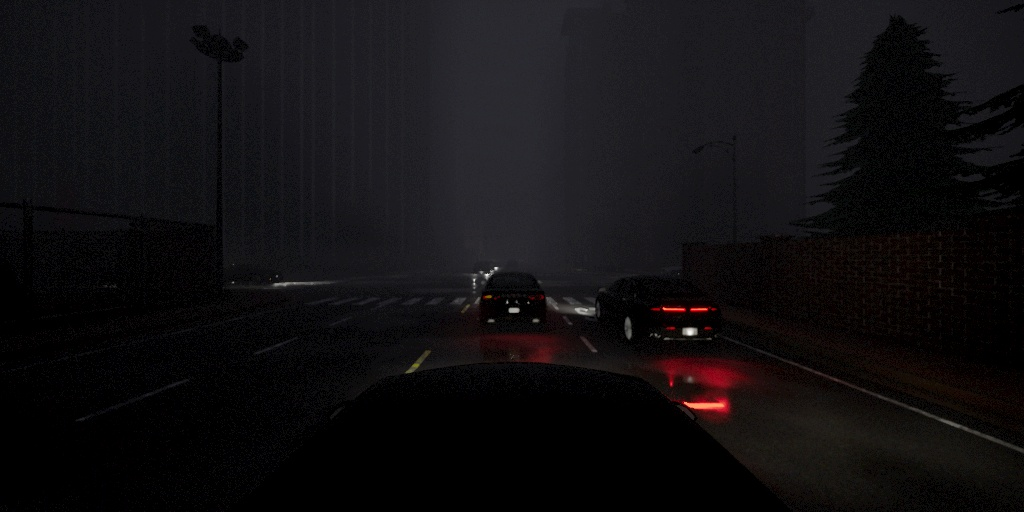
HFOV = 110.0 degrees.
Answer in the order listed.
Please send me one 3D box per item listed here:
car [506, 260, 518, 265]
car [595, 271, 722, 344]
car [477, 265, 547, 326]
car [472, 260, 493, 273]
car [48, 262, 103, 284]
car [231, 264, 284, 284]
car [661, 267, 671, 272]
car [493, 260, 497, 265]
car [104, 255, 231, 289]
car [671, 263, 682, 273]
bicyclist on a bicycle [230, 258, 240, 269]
[{"bbox_3d":[-0.024,1.333,61.470,1.882,1.535,5.008,0,0,0],"label":"car"},{"bbox_3d":[3.564,1.269,9.591,1.837,1.490,4.892,0,0,0],"label":"car"},{"bbox_3d":[-0.004,1.245,11.748,1.882,1.535,5.008,0,0,-1],"label":"car"},{"bbox_3d":[-3.677,1.351,44.067,1.812,1.442,4.674,0,0,0],"label":"car"},{"bbox_3d":[-30.236,1.215,25.922,5.008,1.535,1.882,0,0,0],"label":"car"},{"bbox_3d":[-19.016,1.301,25.963,4.181,1.385,1.994,0,0,0],"label":"car"},{"bbox_3d":[16.234,1.276,33.320,4.674,1.442,1.812,0,0,0],"label":"car"},{"bbox_3d":[-3.695,1.369,54.234,1.812,1.442,4.674,0,0,0],"label":"car"},{"bbox_3d":[-21.381,0.954,22.442,5.566,2.045,2.150,0,0,0],"label":"car"},{"bbox_3d":[16.263,1.249,29.826,4.892,1.490,1.837,0,0,-1],"label":"car"},{"bbox_3d":[-29.242,1.059,37.909,0.582,1.620,1.656,0,0,0],"label":"bicyclist on a bicycle"}]
